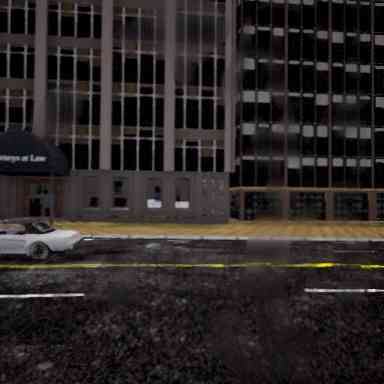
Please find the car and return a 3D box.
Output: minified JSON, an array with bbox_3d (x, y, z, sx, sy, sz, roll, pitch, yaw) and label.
[{"bbox_3d":[-6.627,1.676,12.042,4.718,1.301,1.895,2,-1,-6],"label":"car"}]
